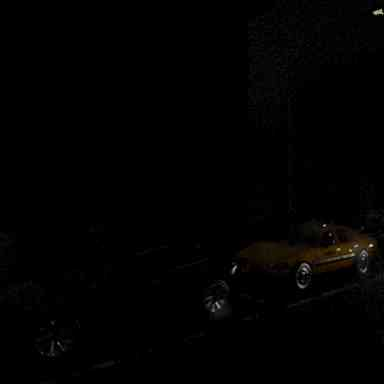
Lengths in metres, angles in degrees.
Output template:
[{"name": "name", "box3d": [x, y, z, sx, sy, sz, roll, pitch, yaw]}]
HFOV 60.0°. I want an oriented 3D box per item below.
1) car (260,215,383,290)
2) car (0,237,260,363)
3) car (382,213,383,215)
[{"name": "car", "box3d": [3.199, 1.477, 8.950, 4.829, 1.417, 1.752, 0, 0, -36]}, {"name": "car", "box3d": [-1.083, 1.550, 5.882, 4.313, 1.339, 1.947, 0, 0, -36]}, {"name": "car", "box3d": [7.756, 1.358, 12.216, 4.097, 1.590, 1.967, 0, 0, -36]}]
